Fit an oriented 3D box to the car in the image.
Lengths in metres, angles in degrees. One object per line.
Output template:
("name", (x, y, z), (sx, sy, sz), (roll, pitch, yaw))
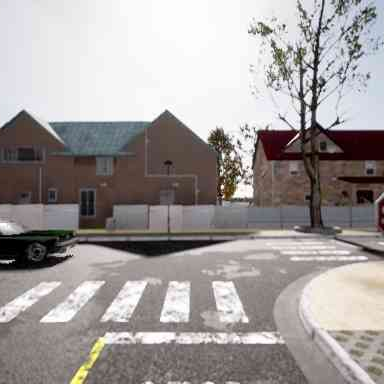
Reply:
("car", (-6.488, 1.638, 11.492), (4.718, 1.301, 1.895), (-1, -1, 0))
